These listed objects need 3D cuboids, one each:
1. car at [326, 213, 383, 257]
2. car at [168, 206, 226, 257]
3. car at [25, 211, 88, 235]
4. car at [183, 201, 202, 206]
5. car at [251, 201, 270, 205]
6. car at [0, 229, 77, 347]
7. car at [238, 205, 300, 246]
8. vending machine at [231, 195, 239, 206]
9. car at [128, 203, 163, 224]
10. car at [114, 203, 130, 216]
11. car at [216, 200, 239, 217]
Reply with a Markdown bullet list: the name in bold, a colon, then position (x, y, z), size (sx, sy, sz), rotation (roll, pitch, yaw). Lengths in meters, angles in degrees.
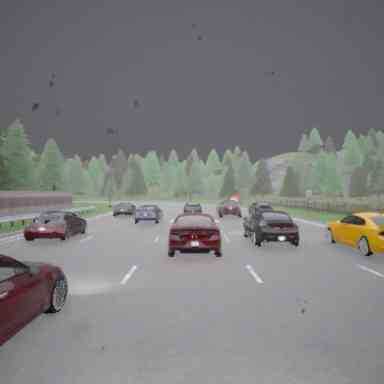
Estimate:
- **car**: position (7.098, 1.566, 13.372), size (1.882, 1.535, 5.008), rotation (0, 0, 0)
- **car**: position (0.097, 1.567, 13.471), size (1.882, 1.535, 5.008), rotation (0, 0, 0)
- **car**: position (-6.903, 1.679, 17.305), size (1.994, 1.385, 4.181), rotation (0, 0, 0)
- **car**: position (0.045, 1.726, 35.362), size (2.128, 1.511, 4.902), rotation (0, 0, -1)
- **car**: position (7.055, 1.735, 34.665), size (1.837, 1.490, 4.892), rotation (0, 0, -1)
- **car**: position (-3.401, 1.558, 4.739), size (1.812, 1.442, 4.674), rotation (0, 0, 0)
- **car**: position (3.597, 1.610, 15.745), size (1.837, 1.490, 4.892), rotation (0, 0, 0)
- **vending machine**: position (7.935, 1.598, 61.223), size (1.100, 2.100, 0.880), rotation (0, 0, -14)
- **car**: position (-3.406, 1.724, 26.712), size (2.033, 1.411, 5.357), rotation (0, 0, 0)
- **car**: position (-6.956, 1.797, 35.223), size (1.994, 1.385, 4.181), rotation (0, 0, -1)
- **car**: position (3.563, 1.570, 33.225), size (2.097, 1.767, 4.553), rotation (0, 0, -1)
